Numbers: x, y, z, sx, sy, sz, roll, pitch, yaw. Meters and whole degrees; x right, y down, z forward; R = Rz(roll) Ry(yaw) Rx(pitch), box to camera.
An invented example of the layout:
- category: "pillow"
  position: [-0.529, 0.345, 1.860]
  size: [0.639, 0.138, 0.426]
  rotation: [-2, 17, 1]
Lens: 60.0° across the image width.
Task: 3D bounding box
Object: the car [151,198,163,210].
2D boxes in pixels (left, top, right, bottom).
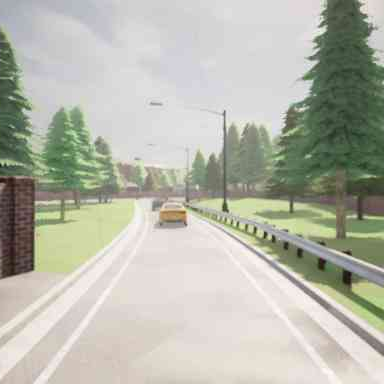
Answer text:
- category: "car"
  position: [-4.237, 1.575, 43.149]
  size: [1.837, 1.490, 4.892]
  rotation: [0, 0, -9]

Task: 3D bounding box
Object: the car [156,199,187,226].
- category: "car"
  position: [-1.444, 1.516, 24.086]
  size: [1.882, 1.535, 5.008]
  rotation: [0, 0, -6]
